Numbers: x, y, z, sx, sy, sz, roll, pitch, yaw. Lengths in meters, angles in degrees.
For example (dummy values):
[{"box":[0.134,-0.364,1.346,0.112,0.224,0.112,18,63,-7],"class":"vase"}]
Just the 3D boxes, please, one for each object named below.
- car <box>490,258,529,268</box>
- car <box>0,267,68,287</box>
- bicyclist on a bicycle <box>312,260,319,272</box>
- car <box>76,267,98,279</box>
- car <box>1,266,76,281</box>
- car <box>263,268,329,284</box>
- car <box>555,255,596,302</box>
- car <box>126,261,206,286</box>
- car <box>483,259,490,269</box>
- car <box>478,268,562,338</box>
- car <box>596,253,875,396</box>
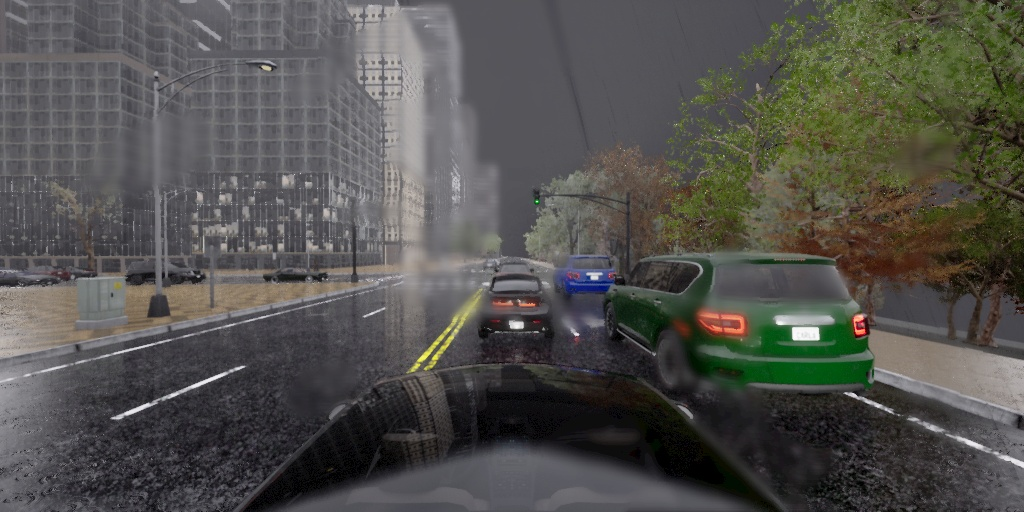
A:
[{"box":[0.124,1.095,19.270,2.097,1.767,4.553,0,0,0],"class":"car"},{"box":[-42.325,1.971,30.795,5.357,1.411,2.033,-1,1,1],"class":"car"},{"box":[-24.537,1.318,44.744,0.582,1.620,1.656,-1,1,0],"class":"bicyclist on a bicycle"},{"box":[-50.129,1.963,40.727,4.892,1.490,1.837,-1,1,1],"class":"car"},{"box":[-49.379,1.828,37.485,4.553,1.767,2.097,-1,1,1],"class":"car"},{"box":[-18.336,1.647,30.608,4.718,1.301,1.895,-1,1,1],"class":"car"},{"box":[3.355,0.965,17.083,2.150,2.045,5.566,0,0,1],"class":"car"},{"box":[-29.576,1.446,30.681,5.566,2.045,2.150,-1,1,1],"class":"car"},{"box":[-3.204,1.221,53.587,2.128,1.511,4.902,0,0,0],"class":"car"},{"box":[0.115,1.252,10.194,1.837,1.490,4.892,0,0,0],"class":"car"},{"box":[3.346,0.970,6.726,2.150,2.045,5.566,0,0,1],"class":"car"}]
